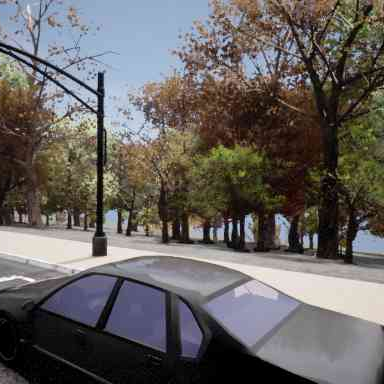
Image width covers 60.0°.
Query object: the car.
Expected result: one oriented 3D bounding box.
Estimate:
[{"bbox_3d":[-0.545,1.547,4.067,5.357,1.411,2.033,0,0,35],"label":"car"}]
